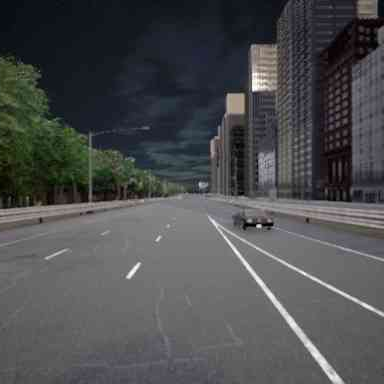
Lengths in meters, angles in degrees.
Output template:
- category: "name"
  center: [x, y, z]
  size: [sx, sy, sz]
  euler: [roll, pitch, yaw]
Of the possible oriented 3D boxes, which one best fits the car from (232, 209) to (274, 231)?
- category: "car"
  center: [3.937, 1.800, 22.315]
  size: [1.895, 1.301, 4.718]
  euler: [0, -1, -3]
